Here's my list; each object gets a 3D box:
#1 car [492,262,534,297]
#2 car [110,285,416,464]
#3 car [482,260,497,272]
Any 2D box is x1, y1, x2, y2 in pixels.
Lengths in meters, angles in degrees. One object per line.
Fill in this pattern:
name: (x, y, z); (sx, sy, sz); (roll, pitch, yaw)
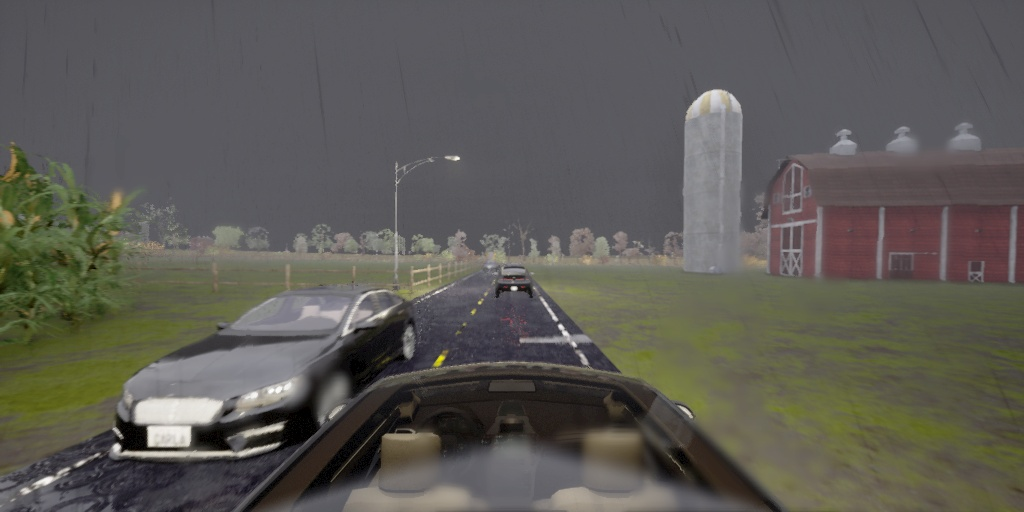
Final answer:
car: (0.103, 1.253, 18.901); (1.837, 1.490, 4.892); (0, 0, 0)
car: (-2.850, 1.240, 5.433); (2.128, 1.511, 4.902); (0, 0, 0)
car: (-2.824, 1.250, 47.742); (2.128, 1.511, 4.902); (0, 0, 0)
